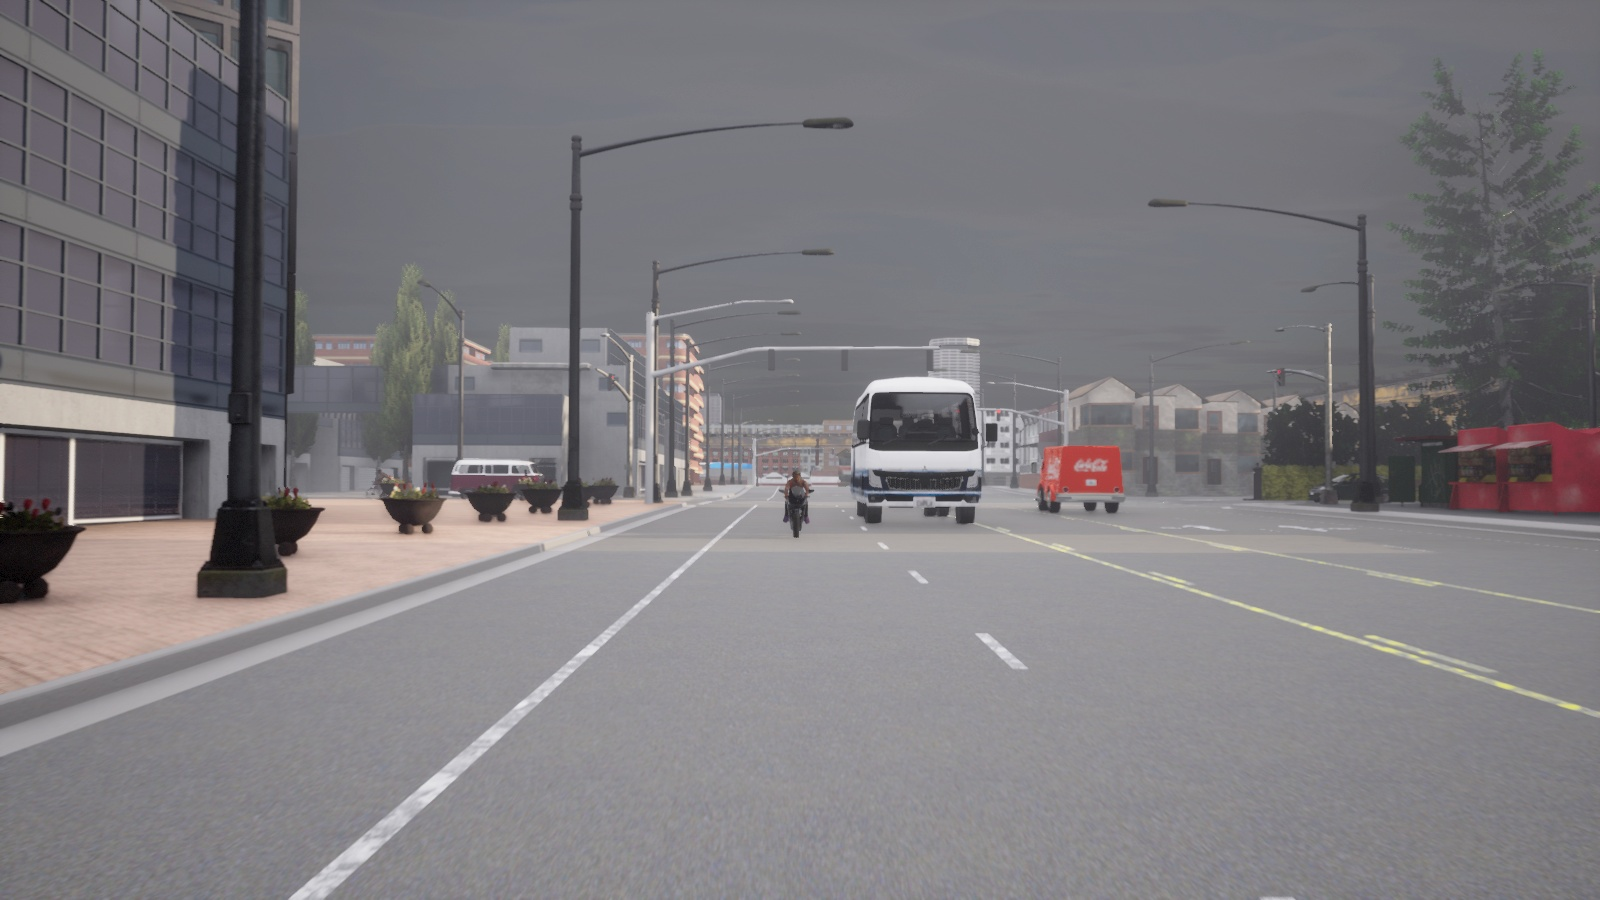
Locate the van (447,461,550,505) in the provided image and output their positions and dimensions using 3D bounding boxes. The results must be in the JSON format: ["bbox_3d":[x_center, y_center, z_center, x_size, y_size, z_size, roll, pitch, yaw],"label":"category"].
[{"bbox_3d":[-14.601,1.604,60.926,4.480,2.038,2.069,0,-2,0],"label":"van"}]

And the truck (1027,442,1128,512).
[{"bbox_3d":[10.387,1.010,47.420,2.627,2.467,5.204,0,-1,0],"label":"truck"}]

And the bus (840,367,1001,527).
[{"bbox_3d":[3.402,-0.002,38.832,3.944,4.253,10.273,0,-1,0],"label":"bus"}]

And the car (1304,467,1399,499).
[{"bbox_3d":[28.146,1.702,64.188,3.988,1.617,1.851,0,-2,0],"label":"car"}]

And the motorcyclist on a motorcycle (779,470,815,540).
[{"bbox_3d":[-0.068,1.216,28.569,0.797,1.523,2.044,0,-1,0],"label":"motorcyclist on a motorcycle"}]
